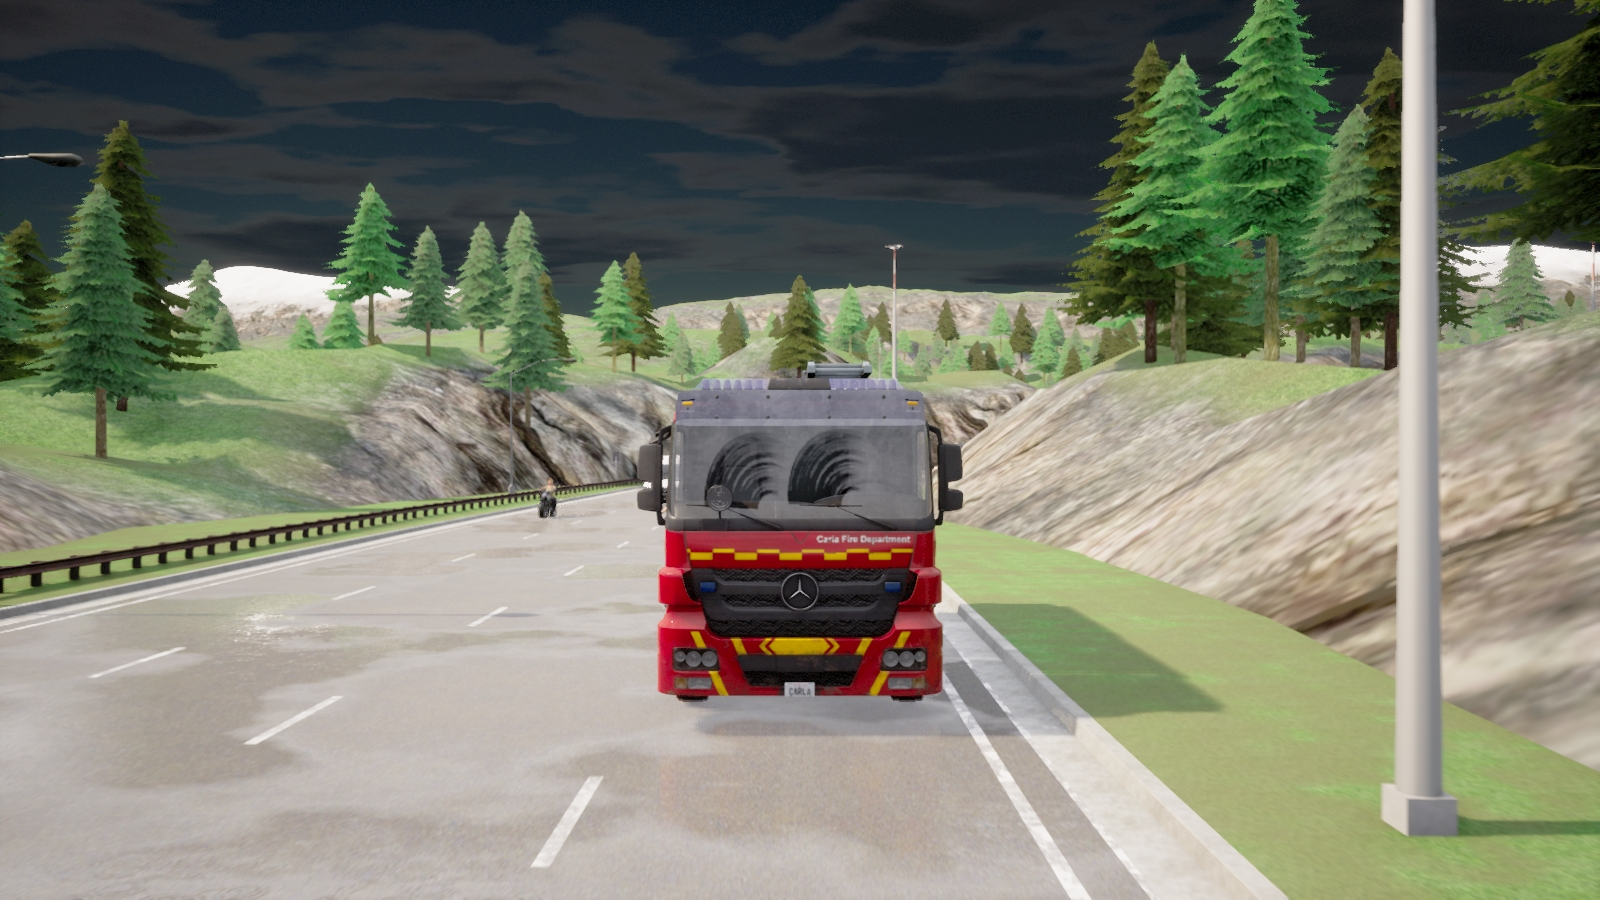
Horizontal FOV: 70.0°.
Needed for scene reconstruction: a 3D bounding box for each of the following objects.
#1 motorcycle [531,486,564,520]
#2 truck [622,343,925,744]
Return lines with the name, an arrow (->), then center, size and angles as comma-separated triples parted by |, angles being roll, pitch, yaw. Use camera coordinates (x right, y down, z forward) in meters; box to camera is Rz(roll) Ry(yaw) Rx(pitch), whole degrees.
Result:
motorcycle -> -10.348, 2.155, 46.860 | 0.764, 1.307, 2.356 | 0, 0, 1
truck -> -0.250, 0.891, 15.146 | 2.891, 3.827, 8.468 | 0, 0, 0
